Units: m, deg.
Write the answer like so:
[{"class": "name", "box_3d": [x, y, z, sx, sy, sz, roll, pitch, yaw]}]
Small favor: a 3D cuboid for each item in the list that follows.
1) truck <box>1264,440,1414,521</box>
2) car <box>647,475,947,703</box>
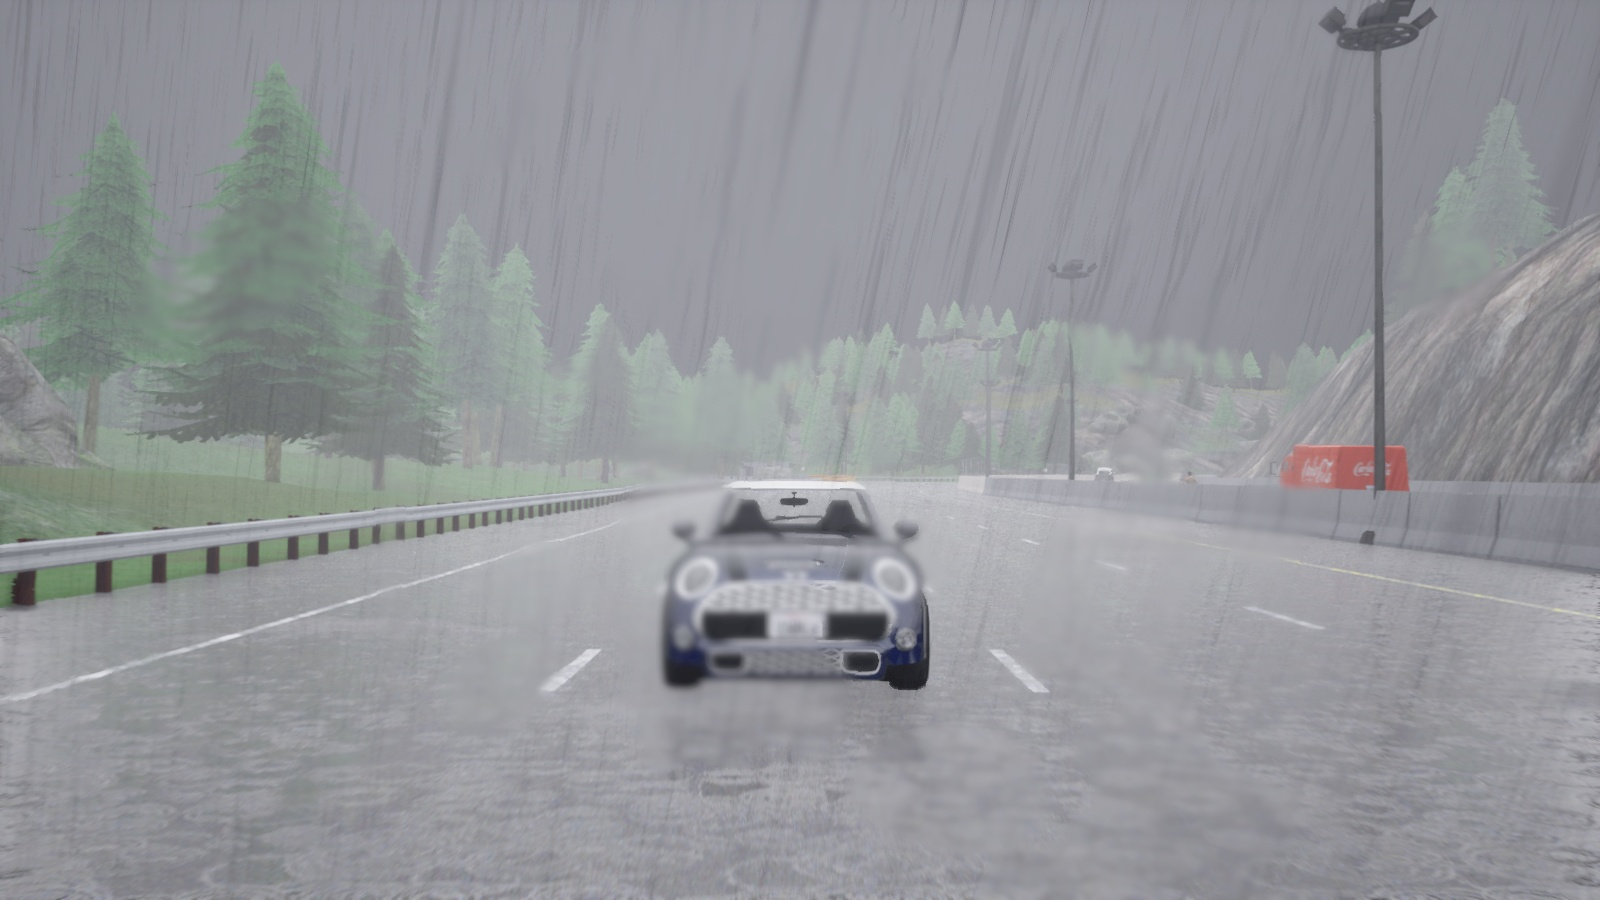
[{"class": "truck", "box_3d": [17.399, 0.950, 40.873, 2.627, 2.467, 5.204, 0, 0, 0]}, {"class": "car", "box_3d": [-0.023, 0.950, 10.164, 1.970, 1.475, 3.806, 0, -1, 0]}]
